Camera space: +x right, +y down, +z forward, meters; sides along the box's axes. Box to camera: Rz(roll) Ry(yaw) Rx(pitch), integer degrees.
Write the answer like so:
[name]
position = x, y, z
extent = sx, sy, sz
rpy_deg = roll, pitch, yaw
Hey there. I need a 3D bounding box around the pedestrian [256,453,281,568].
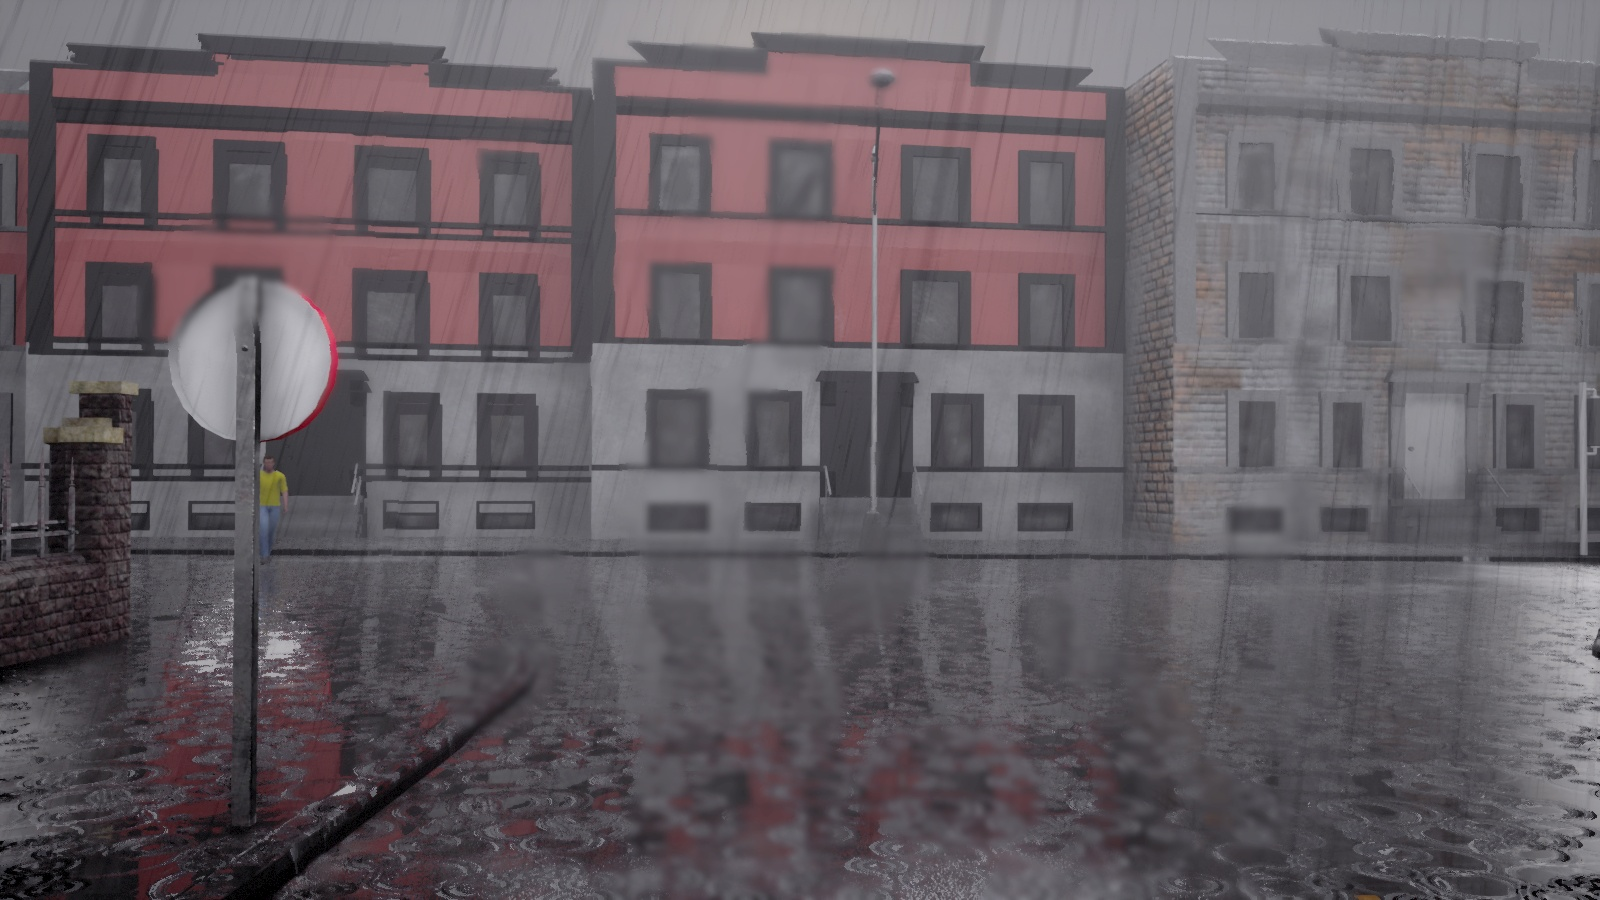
[pedestrian]
position = -8.683, 0.977, 20.522
extent = 0.354, 1.836, 0.706
rpy_deg = 0, -1, -22
